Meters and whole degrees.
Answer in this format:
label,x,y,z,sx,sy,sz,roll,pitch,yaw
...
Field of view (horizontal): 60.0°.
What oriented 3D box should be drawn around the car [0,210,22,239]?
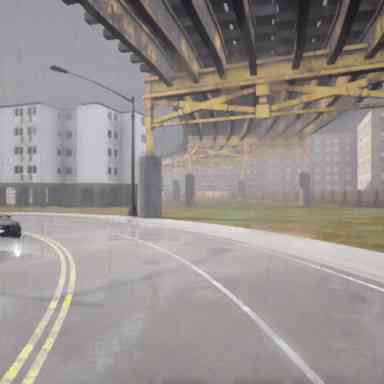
label,x,y,z,sx,sy,sz,roll,pitch,yaw
car,-9.860,1.561,16.168,1.994,1.385,4.181,0,0,-45
